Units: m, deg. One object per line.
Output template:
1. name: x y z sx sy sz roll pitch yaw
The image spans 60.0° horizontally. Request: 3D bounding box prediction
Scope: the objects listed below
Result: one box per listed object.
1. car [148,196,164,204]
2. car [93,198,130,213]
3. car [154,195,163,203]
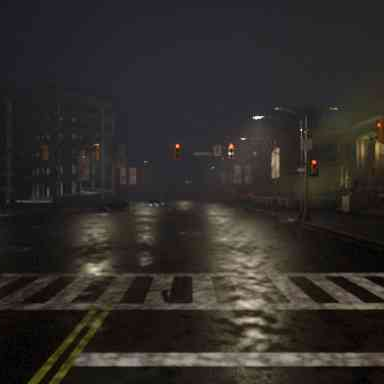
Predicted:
1. car: -6.965 1.582 62.610 2.033 1.411 5.357 0 0 1
2. car: -9.114 1.498 38.051 1.882 1.535 5.008 1 1 28
3. car: -7.291 1.518 73.080 1.882 1.535 5.008 0 0 -7
